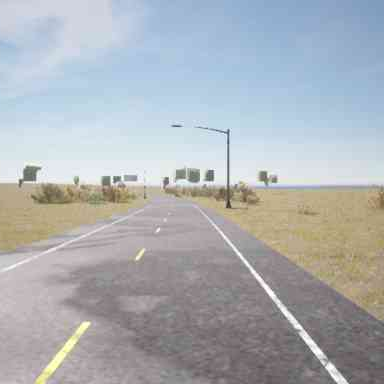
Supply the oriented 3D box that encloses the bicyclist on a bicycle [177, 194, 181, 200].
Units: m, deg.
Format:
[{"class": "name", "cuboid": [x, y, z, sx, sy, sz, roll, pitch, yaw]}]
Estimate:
[{"class": "bicyclist on a bicycle", "cuboid": [-3.565, 1.416, 94.780, 0.866, 1.612, 1.509, 2, 1, -5]}]
